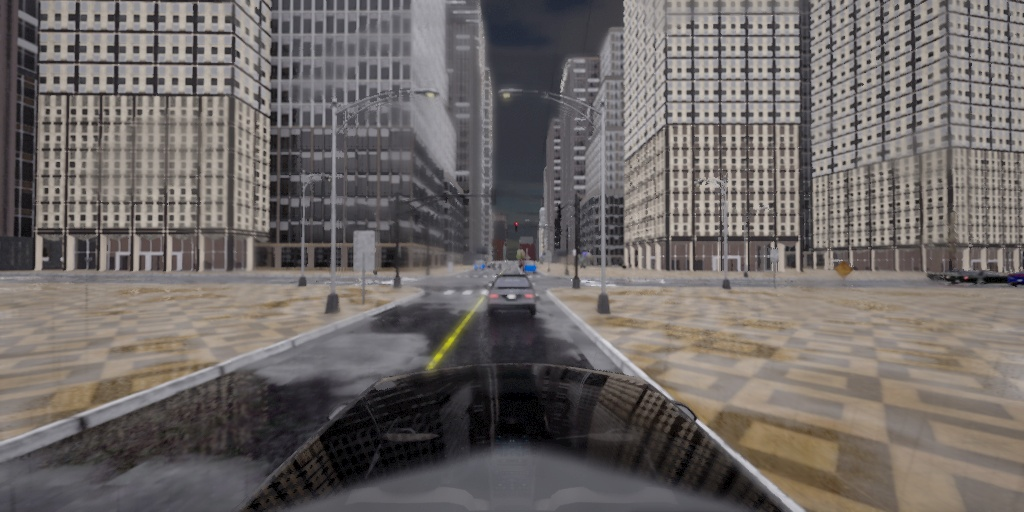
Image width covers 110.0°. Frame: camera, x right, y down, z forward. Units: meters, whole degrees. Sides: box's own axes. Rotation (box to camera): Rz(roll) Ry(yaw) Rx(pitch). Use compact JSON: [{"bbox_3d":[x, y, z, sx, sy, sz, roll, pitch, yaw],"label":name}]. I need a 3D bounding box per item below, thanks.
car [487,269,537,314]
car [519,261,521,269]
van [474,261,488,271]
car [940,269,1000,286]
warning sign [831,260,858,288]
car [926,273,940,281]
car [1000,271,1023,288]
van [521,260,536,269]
[{"bbox_3d":[0.010,1.429,14.385,2.033,1.411,5.357,0,-1,0],"label":"car"},{"bbox_3d":[2.608,1.879,58.682,1.888,1.381,4.507,0,0,0],"label":"car"},{"bbox_3d":[-5.775,1.732,64.249,1.690,1.789,3.998,0,0,0],"label":"van"},{"bbox_3d":[41.081,1.933,31.356,4.718,1.301,1.895,0,-1,-2],"label":"car"},{"bbox_3d":[22.995,1.239,24.811,1.060,1.860,1.300,0,0,-1],"label":"warning sign"},{"bbox_3d":[47.267,2.071,38.185,4.718,1.301,1.895,0,-1,-3],"label":"car"},{"bbox_3d":[42.196,1.768,28.148,5.008,1.535,1.882,0,-1,-2],"label":"car"},{"bbox_3d":[2.678,1.618,53.144,1.690,1.789,3.998,0,0,0],"label":"van"}]
